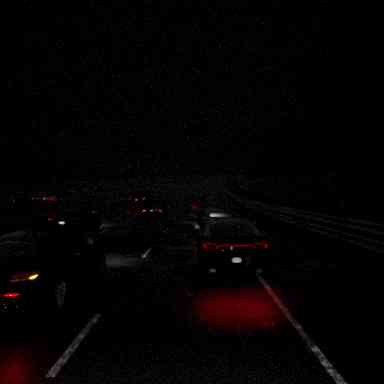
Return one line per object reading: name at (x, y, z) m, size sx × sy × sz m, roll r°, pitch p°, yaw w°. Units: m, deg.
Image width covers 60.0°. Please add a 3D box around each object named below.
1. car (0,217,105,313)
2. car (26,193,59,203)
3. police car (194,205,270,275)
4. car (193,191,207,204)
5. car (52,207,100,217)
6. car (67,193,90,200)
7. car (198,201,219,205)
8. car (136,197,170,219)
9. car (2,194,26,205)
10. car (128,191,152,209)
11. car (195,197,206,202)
car at (-3.361, 1.538, 7.537) m, size 1.812 × 1.442 × 4.674 m, roll 0°, pitch 0°, yaw 0°
car at (-20.146, 0.902, 45.552) m, size 2.097 × 1.767 × 4.553 m, roll 0°, pitch 2°, yaw 3°
police car at (1.109, 1.444, 10.614) m, size 1.930 × 1.638 × 5.238 m, roll 0°, pitch 0°, yaw 1°
car at (1.105, 0.979, 48.705) m, size 1.812 × 1.442 × 4.674 m, roll 0°, pitch 2°, yaw 3°
car at (-6.711, 1.572, 19.268) m, size 1.994 × 1.385 × 4.181 m, roll 0°, pitch 0°, yaw 1°
car at (-16.521, 0.935, 48.620) m, size 1.882 × 1.535 × 5.008 m, roll 0°, pitch 2°, yaw 3°
car at (1.250, 1.529, 20.389) m, size 1.812 × 1.442 × 4.674 m, roll 0°, pitch 0°, yaw 1°
car at (-3.035, 1.475, 28.259) m, size 2.033 × 1.411 × 5.357 m, roll 0°, pitch 1°, yaw 2°
car at (-23.669, 1.066, 45.124) m, size 1.837 × 1.490 × 4.892 m, roll 0°, pitch 2°, yaw 2°
car at (-6.169, 0.922, 40.322) m, size 2.150 × 2.045 × 5.566 m, roll 0°, pitch 2°, yaw 2°
car at (1.376, 1.457, 26.317) m, size 1.837 × 1.490 × 4.892 m, roll 0°, pitch 1°, yaw 1°
